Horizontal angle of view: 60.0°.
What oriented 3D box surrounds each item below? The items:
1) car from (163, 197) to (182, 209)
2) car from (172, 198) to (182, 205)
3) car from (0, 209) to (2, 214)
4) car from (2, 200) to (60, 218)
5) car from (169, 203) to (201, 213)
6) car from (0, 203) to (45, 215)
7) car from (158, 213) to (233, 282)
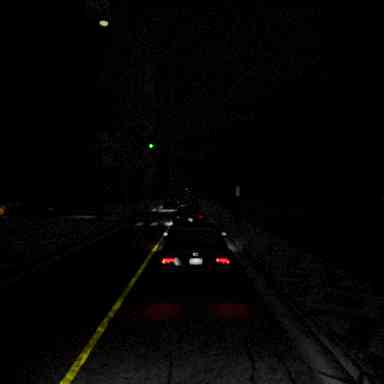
[{"bbox_3d":[-3.072,1.821,49.562,2.033,1.411,5.357,0,0,3],"label":"car"},{"bbox_3d":[-3.024,1.953,69.309,1.812,1.442,4.674,0,0,0],"label":"car"},{"bbox_3d":[-15.200,1.599,31.306,5.008,1.535,1.882,0,-2,0],"label":"car"},{"bbox_3d":[-13.553,1.481,28.650,4.097,1.590,1.967,0,-2,-1],"label":"car"},{"bbox_3d":[-0.305,1.663,22.207,1.994,1.385,4.181,0,0,-5],"label":"car"},{"bbox_3d":[-19.022,1.866,37.158,4.313,1.339,1.947,0,-2,0],"label":"car"},{"bbox_3d":[0.087,1.589,9.863,2.033,1.411,5.357,0,0,0],"label":"car"}]
